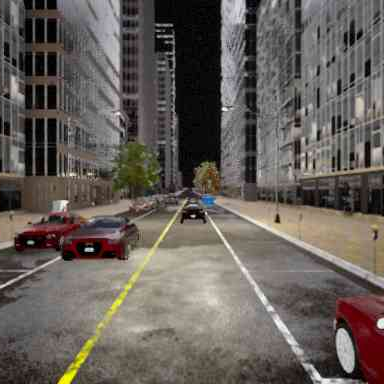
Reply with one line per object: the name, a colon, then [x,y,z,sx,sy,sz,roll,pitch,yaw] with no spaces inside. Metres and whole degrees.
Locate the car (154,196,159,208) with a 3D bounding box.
car: [-5.709,1.387,42.453,1.967,1.590,4.097,0,0,0]

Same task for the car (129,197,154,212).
car: [-5.707,1.397,36.761,1.967,1.590,4.097,0,0,0]

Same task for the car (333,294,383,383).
car: [2.687,1.543,2.604,1.887,1.381,4.507,0,0,0]

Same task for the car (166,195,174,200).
car: [-5.727,1.408,87.994,1.802,1.307,4.206,0,0,0]

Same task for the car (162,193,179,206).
car: [-3.093,1.282,52.652,2.097,1.767,4.553,0,0,0]

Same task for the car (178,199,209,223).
car: [0.088,1.501,25.261,1.812,1.442,4.674,0,0,0]

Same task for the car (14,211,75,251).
car: [-5.698,1.534,13.991,1.887,1.381,4.507,0,0,0]

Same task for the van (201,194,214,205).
van: [2.667,1.268,53.838,1.690,1.788,3.998,0,0,0]

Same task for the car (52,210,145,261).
car: [-3.106,1.555,12.039,1.994,1.385,4.181,0,0,0]

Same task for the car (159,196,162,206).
car: [-5.713,1.477,53.839,2.008,1.369,4.403,0,0,0]

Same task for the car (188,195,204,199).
car: [0.082,1.494,42.902,2.033,1.411,5.357,0,0,0]

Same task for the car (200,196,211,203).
car: [2.663,1.450,65.223,2.008,1.369,4.403,0,0,0]

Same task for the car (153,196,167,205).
car: [-5.716,1.465,59.531,2.008,1.369,4.403,0,0,0]

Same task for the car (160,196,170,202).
car: [-5.720,1.464,70.916,1.802,1.307,4.206,0,0,0]

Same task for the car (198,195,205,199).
car: [2.652,1.389,93.686,1.802,1.307,4.206,0,0,0]
